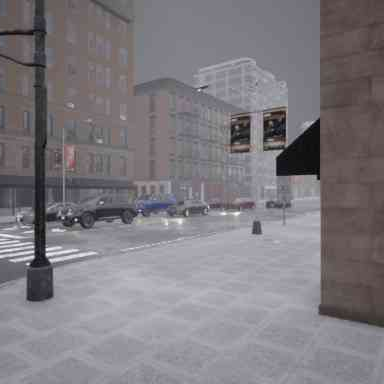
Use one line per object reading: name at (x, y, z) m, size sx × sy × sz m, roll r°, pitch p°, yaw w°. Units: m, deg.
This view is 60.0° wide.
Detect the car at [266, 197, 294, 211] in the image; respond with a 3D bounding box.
car at (10.341, 1.311, 38.981) m, size 1.882 × 1.535 × 5.008 m, roll 0°, pitch 0°, yaw 35°

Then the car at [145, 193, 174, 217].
car at (-3.702, 1.131, 30.750) m, size 2.150 × 2.045 × 5.566 m, roll 0°, pitch 0°, yaw 35°

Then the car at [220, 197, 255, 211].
car at (5.565, 1.332, 38.191) m, size 1.882 × 1.535 × 5.008 m, roll 0°, pitch 0°, yaw 35°

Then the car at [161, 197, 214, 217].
car at (-0.280, 1.402, 29.962) m, size 1.837 × 1.490 × 4.892 m, roll 0°, pitch 0°, yaw 35°

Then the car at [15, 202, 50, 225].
car at (-9.398, 1.442, 22.714) m, size 2.128 × 1.511 × 4.902 m, roll 0°, pitch 0°, yaw 35°

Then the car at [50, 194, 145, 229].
car at (-6.014, 1.161, 21.868) m, size 2.150 × 2.045 × 5.566 m, roll 0°, pitch 0°, yaw 35°

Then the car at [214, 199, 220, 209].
car at (2.076, 1.468, 38.895) m, size 1.895 × 1.301 × 4.718 m, roll 0°, pitch 0°, yaw 35°
